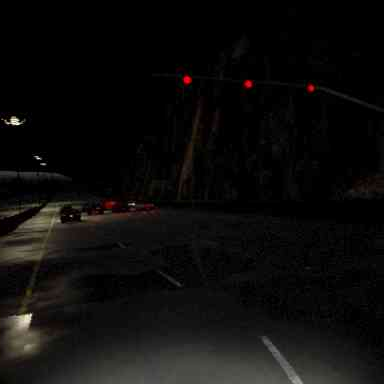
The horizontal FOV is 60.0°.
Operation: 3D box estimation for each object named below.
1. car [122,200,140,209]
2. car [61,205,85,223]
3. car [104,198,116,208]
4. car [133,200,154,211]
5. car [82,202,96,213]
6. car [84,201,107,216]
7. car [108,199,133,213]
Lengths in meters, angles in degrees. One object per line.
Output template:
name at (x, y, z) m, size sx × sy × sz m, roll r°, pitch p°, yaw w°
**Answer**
car at (-10.744, 2.115, 58.222) m, size 2.033 × 1.411 × 5.357 m, roll -4°, pitch 1°, yaw -22°
car at (-13.037, 2.477, 35.756) m, size 1.994 × 1.385 × 4.181 m, roll -4°, pitch 0°, yaw -22°
car at (-14.024, 2.009, 56.960) m, size 2.150 × 2.045 × 5.566 m, roll -4°, pitch 1°, yaw -22°
car at (-7.079, 2.033, 48.946) m, size 1.895 × 1.301 × 4.718 m, roll -4°, pitch 1°, yaw -22°
car at (-17.243, 2.512, 55.650) m, size 1.837 × 1.490 × 4.892 m, roll -4°, pitch 1°, yaw -22°
car at (-13.418, 2.370, 45.960) m, size 1.837 × 1.490 × 4.892 m, roll -4°, pitch 1°, yaw -22°
car at (-10.172, 2.123, 47.247) m, size 1.882 × 1.535 × 5.008 m, roll -4°, pitch 1°, yaw -22°
